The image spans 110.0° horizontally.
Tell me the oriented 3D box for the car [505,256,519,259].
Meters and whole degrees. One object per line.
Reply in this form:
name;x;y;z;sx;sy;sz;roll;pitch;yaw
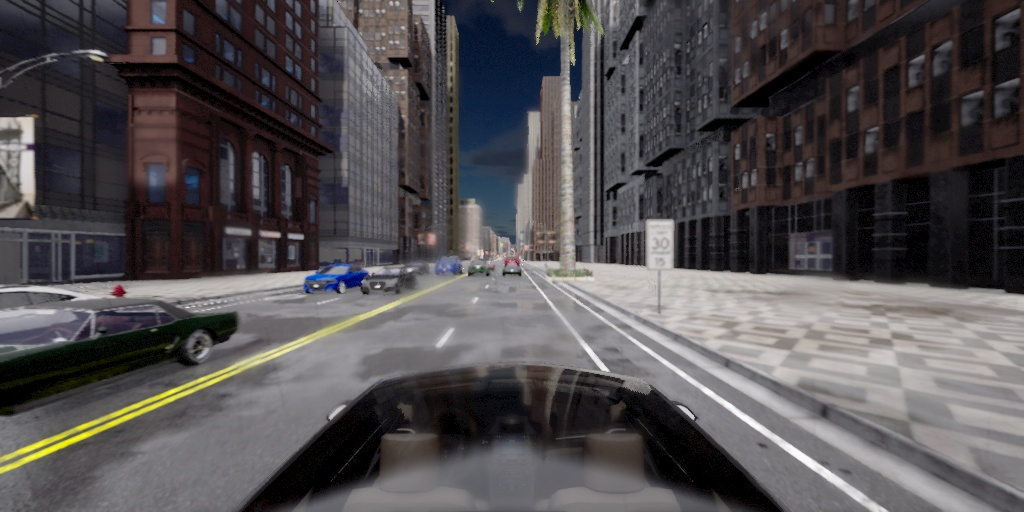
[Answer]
car;0.019;1.005;47.897;2.150;2.045;5.566;0;0;0

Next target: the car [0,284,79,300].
car;-9.851;1.275;6.377;1.812;1.442;4.674;0;0;-1

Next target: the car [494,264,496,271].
car;-3.222;1.383;48.829;1.895;1.301;4.718;0;0;0

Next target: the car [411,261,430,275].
car;-9.781;1.256;37.116;2.128;1.511;4.902;0;0;0

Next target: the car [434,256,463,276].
car;-6.525;0.987;37.482;2.150;2.045;5.566;0;0;0

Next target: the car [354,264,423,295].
car;-6.581;1.312;19.626;1.994;1.385;4.181;0;0;1

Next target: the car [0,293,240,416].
car;-6.596;1.350;5.205;1.895;1.301;4.718;0;0;0

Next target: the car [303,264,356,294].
car;-9.837;1.227;20.502;1.882;1.535;5.008;0;0;0

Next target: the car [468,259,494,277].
car;-3.244;1.114;36.395;2.097;1.767;4.553;0;0;0

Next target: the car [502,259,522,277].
car;0.007;1.327;36.498;1.994;1.385;4.181;0;0;0
